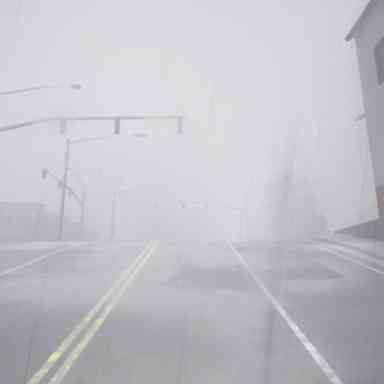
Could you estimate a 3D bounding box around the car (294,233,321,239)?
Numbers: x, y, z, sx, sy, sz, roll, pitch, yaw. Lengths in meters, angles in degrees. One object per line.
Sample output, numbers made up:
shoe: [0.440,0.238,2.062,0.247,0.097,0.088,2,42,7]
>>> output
car: [10.590,4.655,31.086,4.892,1.490,1.837,-1,-14,4]
